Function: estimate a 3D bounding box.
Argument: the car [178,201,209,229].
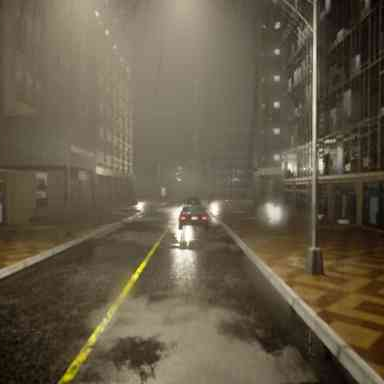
[{"bbox_3d":[0.097,1.539,21.544,2.033,1.411,5.357,0,0,0],"label":"car"}]

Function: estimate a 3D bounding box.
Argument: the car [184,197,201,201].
[{"bbox_3d":[0.096,1.347,41.916,2.097,1.767,4.553,0,0,0],"label":"car"}]
